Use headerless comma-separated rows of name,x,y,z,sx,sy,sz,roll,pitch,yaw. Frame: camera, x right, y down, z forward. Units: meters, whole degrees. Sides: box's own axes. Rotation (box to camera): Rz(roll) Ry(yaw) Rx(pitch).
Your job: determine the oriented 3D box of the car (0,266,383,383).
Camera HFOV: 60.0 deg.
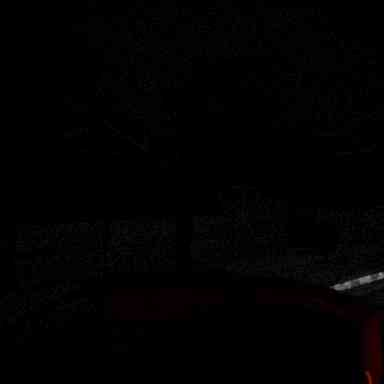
car,-0.385,1.482,2.747,5.008,1.535,1.882,0,0,-35
